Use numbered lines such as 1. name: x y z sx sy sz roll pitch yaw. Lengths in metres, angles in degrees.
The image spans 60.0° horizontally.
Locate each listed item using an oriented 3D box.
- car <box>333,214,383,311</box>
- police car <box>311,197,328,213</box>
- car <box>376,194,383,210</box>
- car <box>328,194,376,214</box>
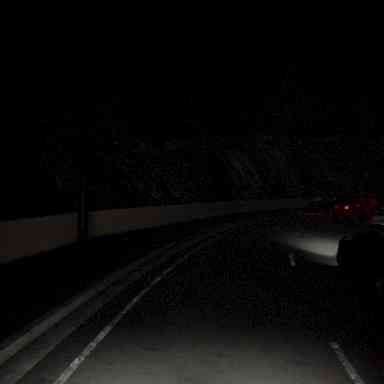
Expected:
1. car: 4.726 1.497 7.518 2.128 1.511 4.902 0 0 10
2. police car: 14.747 1.409 35.977 5.238 1.638 1.930 0 0 -44
3. car: 24.385 1.240 43.417 5.566 2.045 2.150 0 0 -31
4. car: 12.728 1.220 26.222 2.150 2.045 5.566 0 0 35
